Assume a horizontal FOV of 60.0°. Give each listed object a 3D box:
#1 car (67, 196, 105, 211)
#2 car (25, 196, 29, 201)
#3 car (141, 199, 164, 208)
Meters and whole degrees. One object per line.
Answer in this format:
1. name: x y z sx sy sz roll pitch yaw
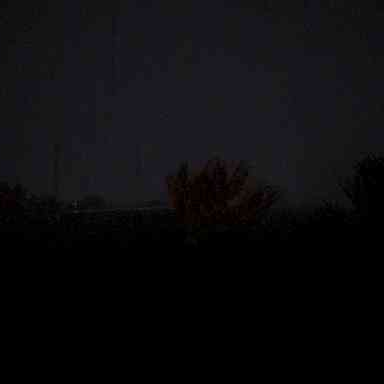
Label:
1. car: -15.467 1.621 48.780 2.150 2.045 5.566 -1 -1 36
2. car: -21.994 1.501 39.727 2.150 2.045 5.566 -1 -1 36
3. car: -7.188 2.062 60.207 1.837 1.490 4.892 -1 -2 36
